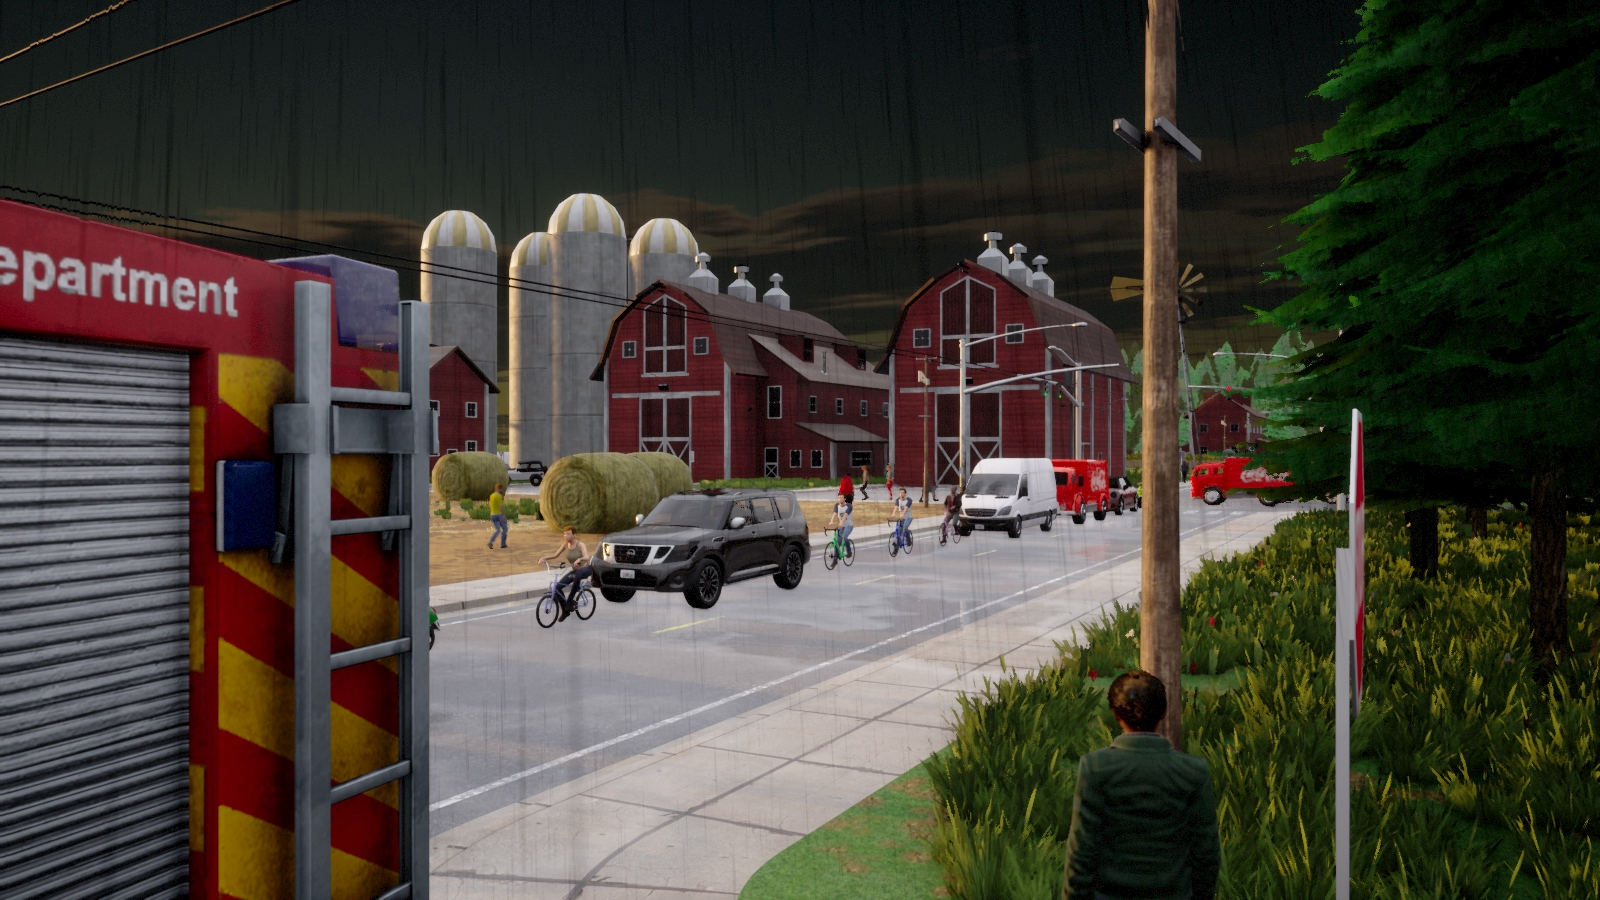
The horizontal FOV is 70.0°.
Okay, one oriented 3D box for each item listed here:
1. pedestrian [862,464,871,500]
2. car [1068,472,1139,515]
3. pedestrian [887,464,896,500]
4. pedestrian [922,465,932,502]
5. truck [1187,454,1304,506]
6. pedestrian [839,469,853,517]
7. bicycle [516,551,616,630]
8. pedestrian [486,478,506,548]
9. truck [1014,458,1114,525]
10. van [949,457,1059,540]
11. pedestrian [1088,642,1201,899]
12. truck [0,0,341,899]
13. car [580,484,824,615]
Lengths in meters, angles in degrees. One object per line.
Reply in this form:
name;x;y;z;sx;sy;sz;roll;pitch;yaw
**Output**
pedestrian;3.462;1.668;59.508;0.375;1.860;0.375;0;0;19
car;13.658;1.903;51.219;2.097;1.767;4.553;0;0;28
pedestrian;4.761;1.670;59.612;0.375;1.860;0.375;0;0;27
pedestrian;6.407;1.670;57.602;0.375;1.860;0.375;0;0;23
truck;22.577;1.530;57.875;5.204;2.467;2.627;-2;-1;27
pedestrian;1.784;1.678;44.462;0.375;1.860;0.375;0;0;-43
bicycle;-3.785;2.256;18.579;0.859;1.080;1.487;0;0;28
pedestrian;-8.128;1.681;30.552;0.375;1.860;0.375;0;0;36
truck;10.557;1.568;45.372;2.627;2.467;5.204;0;0;28
van;7.066;1.534;38.946;1.988;2.561;5.915;0;0;28
pedestrian;1.233;1.663;4.127;0.375;1.860;0.375;0;0;14
truck;-5.974;0.867;3.798;8.468;3.827;2.891;0;0;20
car;-1.716;1.779;22.426;2.150;2.045;5.566;0;0;27
